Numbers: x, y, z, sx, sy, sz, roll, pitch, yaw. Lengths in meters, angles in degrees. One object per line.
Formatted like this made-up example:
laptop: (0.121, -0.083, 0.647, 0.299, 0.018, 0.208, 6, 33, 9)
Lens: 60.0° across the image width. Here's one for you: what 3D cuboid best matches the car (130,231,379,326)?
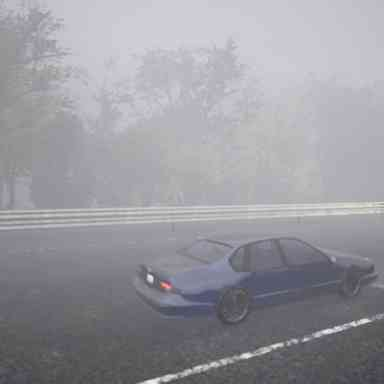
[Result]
car: (1.479, 1.545, 6.951, 5.357, 1.411, 2.033, 0, 0, -28)
